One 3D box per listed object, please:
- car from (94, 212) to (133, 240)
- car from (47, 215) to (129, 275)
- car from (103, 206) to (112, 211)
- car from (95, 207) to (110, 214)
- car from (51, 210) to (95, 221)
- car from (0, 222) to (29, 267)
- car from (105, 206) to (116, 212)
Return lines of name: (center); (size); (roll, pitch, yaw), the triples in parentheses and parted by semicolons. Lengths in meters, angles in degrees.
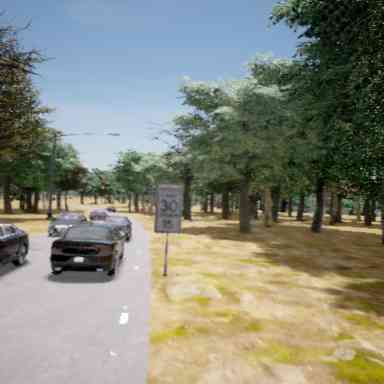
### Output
car: (-4.924, 2.273, 21.804); (2.033, 1.411, 5.357); (3, -3, -9)
car: (-3.485, 1.836, 11.787); (1.882, 1.535, 5.008); (3, -2, -7)
car: (-23.543, 4.509, 92.477); (1.895, 1.301, 4.718); (4, -3, -21)
car: (-11.759, 2.895, 41.882); (1.994, 1.385, 4.181); (3, -3, -12)
car: (-8.132, 2.070, 22.139); (2.128, 1.511, 4.902); (3, -3, -9)
car: (-6.354, 1.610, 9.644); (2.128, 1.511, 4.902); (3, -2, -7)
car: (-20.173, 4.209, 83.096); (1.994, 1.385, 4.181); (3, -3, -19)
